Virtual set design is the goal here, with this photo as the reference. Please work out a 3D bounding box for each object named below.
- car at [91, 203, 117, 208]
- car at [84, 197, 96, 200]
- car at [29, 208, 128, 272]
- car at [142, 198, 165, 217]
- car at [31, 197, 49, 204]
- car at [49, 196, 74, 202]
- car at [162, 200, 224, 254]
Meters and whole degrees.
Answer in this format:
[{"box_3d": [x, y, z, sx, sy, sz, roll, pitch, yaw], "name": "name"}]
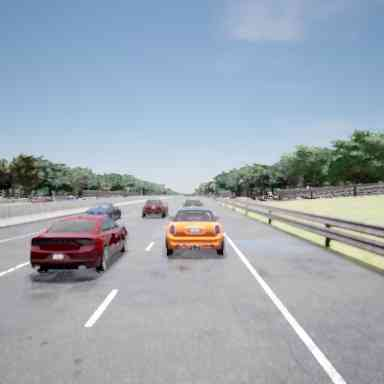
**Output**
[{"box_3d": [-6.902, 1.594, 26.339, 2.033, 1.411, 5.357, 0, 0, 0], "name": "car"}, {"box_3d": [-17.535, 1.673, 57.527, 1.812, 1.442, 4.674, 0, 0, 1], "name": "car"}, {"box_3d": [-3.401, 1.495, 10.915, 1.882, 1.535, 5.008, 0, 0, 0], "name": "car"}, {"box_3d": [-3.402, 1.412, 31.562, 2.097, 1.767, 4.553, 0, 0, 0], "name": "car"}, {"box_3d": [-24.551, 1.614, 54.789, 1.882, 1.535, 5.008, 0, 0, 1], "name": "car"}, {"box_3d": [-21.057, 1.487, 54.504, 2.097, 1.767, 4.553, 0, 0, 0], "name": "car"}, {"box_3d": [0.099, 1.374, 13.642, 2.097, 1.767, 4.553, 0, 0, 0], "name": "car"}]
